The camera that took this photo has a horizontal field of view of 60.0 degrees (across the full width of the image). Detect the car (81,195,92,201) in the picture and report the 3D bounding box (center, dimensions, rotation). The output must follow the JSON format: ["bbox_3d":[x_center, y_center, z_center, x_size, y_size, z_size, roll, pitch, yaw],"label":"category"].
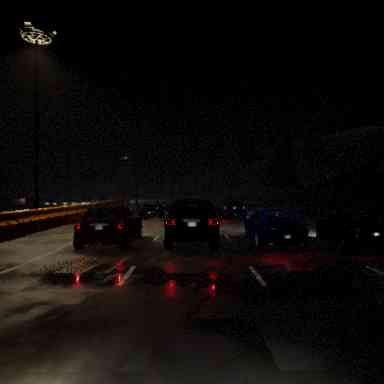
[{"bbox_3d":[-22.881,1.482,72.257,2.128,1.511,4.902,0,0,-15],"label":"car"}]

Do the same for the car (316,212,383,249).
[{"bbox_3d":[7.006,1.573,14.630,1.994,1.385,4.181,0,0,0],"label":"car"}]

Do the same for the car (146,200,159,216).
[{"bbox_3d":[-3.475,1.495,29.643,2.128,1.511,4.902,0,0,0],"label":"car"}]

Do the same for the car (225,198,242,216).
[{"bbox_3d":[3.525,1.366,29.605,2.097,1.767,4.553,0,0,0],"label":"car"}]

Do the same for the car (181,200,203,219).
[{"bbox_3d":[0.025,1.533,29.639,1.812,1.442,4.674,0,0,0],"label":"car"}]

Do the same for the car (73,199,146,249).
[{"bbox_3d":[-3.494,1.366,14.613,2.097,1.767,4.553,0,0,0],"label":"car"}]

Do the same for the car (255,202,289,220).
[{"bbox_3d":[7.025,1.617,29.660,1.895,1.301,4.718,0,0,0],"label":"car"}]

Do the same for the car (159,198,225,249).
[{"bbox_3d":[0.006,1.258,14.669,2.150,2.045,5.566,0,0,0],"label":"car"}]

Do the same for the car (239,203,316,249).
[{"bbox_3d":[3.506,1.485,14.635,1.882,1.535,5.008,0,0,0],"label":"car"}]

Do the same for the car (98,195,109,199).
[{"bbox_3d":[-19.525,1.452,73.249,1.837,1.490,4.892,0,0,-15],"label":"car"}]

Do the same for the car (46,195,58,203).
[{"bbox_3d":[-29.594,1.444,70.272,1.882,1.535,5.008,0,0,-15],"label":"car"}]

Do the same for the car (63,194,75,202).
[{"bbox_3d":[-26.245,1.317,71.293,2.097,1.767,4.553,0,0,-15],"label":"car"}]
